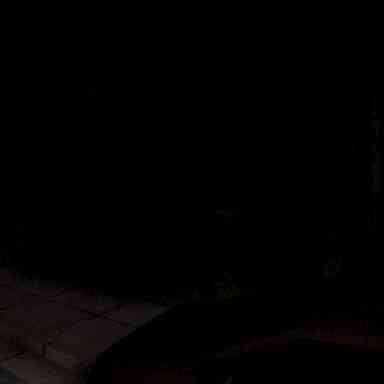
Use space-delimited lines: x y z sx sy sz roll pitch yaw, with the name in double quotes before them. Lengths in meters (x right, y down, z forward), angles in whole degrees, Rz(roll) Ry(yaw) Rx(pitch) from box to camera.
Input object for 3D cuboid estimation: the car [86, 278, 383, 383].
"car" 1.052 1.459 2.471 4.193 1.474 1.816 0 6 33
